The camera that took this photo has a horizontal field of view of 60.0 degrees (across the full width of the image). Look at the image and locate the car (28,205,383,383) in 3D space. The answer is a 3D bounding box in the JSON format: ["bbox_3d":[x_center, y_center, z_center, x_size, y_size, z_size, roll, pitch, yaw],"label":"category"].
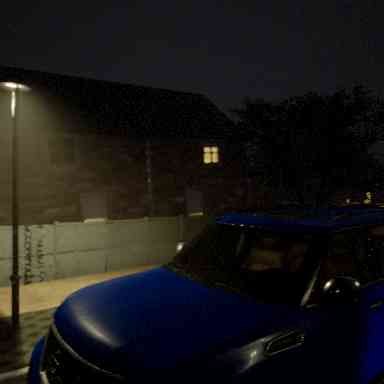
[{"bbox_3d":[1.176,1.225,3.951,5.566,2.045,2.150,0,0,-36],"label":"car"}]
